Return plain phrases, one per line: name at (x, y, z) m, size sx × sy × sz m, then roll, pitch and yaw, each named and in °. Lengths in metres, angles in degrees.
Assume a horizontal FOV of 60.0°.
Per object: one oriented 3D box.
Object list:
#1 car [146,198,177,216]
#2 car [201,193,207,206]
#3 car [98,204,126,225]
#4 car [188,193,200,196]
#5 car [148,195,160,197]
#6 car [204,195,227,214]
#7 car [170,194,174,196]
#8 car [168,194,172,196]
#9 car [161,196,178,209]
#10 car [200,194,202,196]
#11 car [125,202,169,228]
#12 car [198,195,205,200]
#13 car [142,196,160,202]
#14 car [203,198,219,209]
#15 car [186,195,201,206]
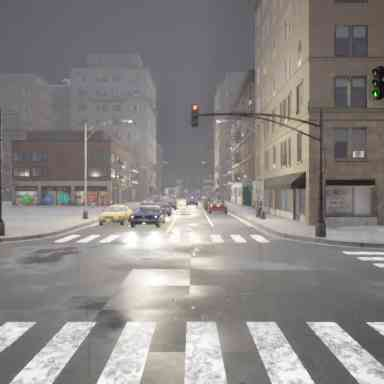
car at (-2.857, 1.548, 32.257) m, size 2.033 × 1.411 × 5.357 m, roll 0°, pitch 0°, yaw 0°
car at (2.635, 1.317, 40.985) m, size 2.192 × 1.841 × 5.009 m, roll 0°, pitch 0°, yaw 0°
car at (-5.389, 1.526, 23.829) m, size 1.752 × 1.417 × 4.829 m, roll 0°, pitch 0°, yaw 0°
car at (-0.004, 1.225, 64.116) m, size 2.150 × 2.045 × 5.566 m, roll 0°, pitch 0°, yaw 0°
car at (-5.390, 1.317, 46.647) m, size 2.192 × 1.841 × 5.009 m, roll 0°, pitch 0°, yaw 0°
car at (2.635, 1.441, 35.322) m, size 1.967 × 1.590 × 4.097 m, roll 0°, pitch 0°, yaw 0°
car at (-5.392, 1.530, 69.124) m, size 1.752 × 1.417 × 4.829 m, roll 0°, pitch 0°, yaw 0°
car at (-5.391, 1.586, 63.632) m, size 1.802 × 1.307 × 4.206 m, roll 0°, pitch 0°, yaw 0°
car at (-2.844, 1.528, 42.098) m, size 1.812 × 1.442 × 4.674 m, roll 0°, pitch 0°, yaw 0°
car at (2.633, 1.555, 69.294) m, size 2.008 × 1.369 × 4.403 m, roll 0°, pitch 0°, yaw 0°
car at (-2.883, 1.601, 22.520) m, size 1.895 × 1.301 × 4.718 m, roll 0°, pitch 0°, yaw 1°
car at (2.632, 1.575, 91.942) m, size 1.947 × 1.339 × 4.313 m, roll 0°, pitch 0°, yaw 0°
car at (-5.390, 1.553, 40.984) m, size 2.008 × 1.369 × 4.403 m, roll 0°, pitch 0°, yaw 0°
car at (2.635, 1.568, 46.647) m, size 1.947 × 1.339 × 4.313 m, roll 0°, pitch 0°, yaw 0°
car at (-0.003, 1.604, 53.814) m, size 1.895 × 1.301 × 4.718 m, roll 0°, pitch 0°, yaw 0°
